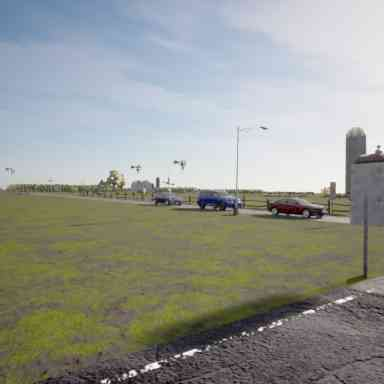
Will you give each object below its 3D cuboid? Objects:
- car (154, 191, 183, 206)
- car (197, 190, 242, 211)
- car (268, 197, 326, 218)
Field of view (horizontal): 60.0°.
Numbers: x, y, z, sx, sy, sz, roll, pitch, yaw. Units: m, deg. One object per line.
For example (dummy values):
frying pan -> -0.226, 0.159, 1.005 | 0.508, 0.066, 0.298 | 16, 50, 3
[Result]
car -> -3.127, 0.827, 43.304 | 2.097, 1.767, 4.553 | 1, 0, -36
car -> 2.776, 0.837, 35.186 | 2.150, 2.045, 5.566 | 1, 0, -36
car -> 8.526, 1.234, 27.275 | 1.882, 1.535, 5.008 | 1, 0, -36
